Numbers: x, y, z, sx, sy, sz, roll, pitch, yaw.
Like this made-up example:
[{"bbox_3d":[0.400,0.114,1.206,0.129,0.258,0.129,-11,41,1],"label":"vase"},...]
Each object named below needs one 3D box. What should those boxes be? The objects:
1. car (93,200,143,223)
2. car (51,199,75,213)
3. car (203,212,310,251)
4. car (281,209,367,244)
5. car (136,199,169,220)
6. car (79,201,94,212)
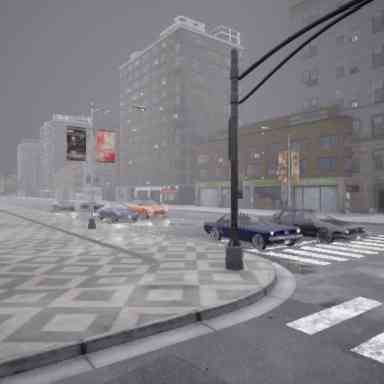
[{"bbox_3d":[-6.053,1.618,26.886,1.812,1.442,4.674,0,0,-36],"label":"car"},{"bbox_3d":[-15.516,1.646,39.933,1.837,1.490,4.892,0,0,-36],"label":"car"},{"bbox_3d":[2.514,1.635,14.682,1.895,1.301,4.718,0,0,-31],"label":"car"},{"bbox_3d":[5.582,1.579,16.425,2.033,1.411,5.357,0,0,-36],"label":"car"},{"bbox_3d":[-3.970,1.447,29.547,2.097,1.767,4.553,0,0,-36],"label":"car"},{"bbox_3d":[-12.321,1.738,41.057,1.895,1.301,4.718,0,0,-36],"label":"car"}]
